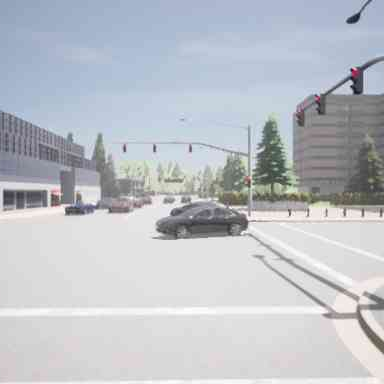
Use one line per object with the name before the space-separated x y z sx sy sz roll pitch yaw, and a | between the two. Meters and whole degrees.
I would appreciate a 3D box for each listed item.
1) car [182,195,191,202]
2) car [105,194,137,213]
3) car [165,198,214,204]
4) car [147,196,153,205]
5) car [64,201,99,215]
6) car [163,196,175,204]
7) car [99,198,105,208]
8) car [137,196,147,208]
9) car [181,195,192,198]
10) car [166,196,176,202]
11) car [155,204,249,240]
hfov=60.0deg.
car | -1.223 1.450 75.346 1.812 1.442 4.674 0 0 -1
car | -7.775 1.358 36.765 2.097 1.767 4.553 0 0 -1
car | 0.351 1.511 25.877 1.837 1.490 4.892 -5 3 -43
car | -8.058 1.487 58.493 1.882 1.535 5.008 0 0 0
car | -11.237 1.606 33.692 1.895 1.301 4.718 0 0 -1
car | -4.577 1.558 64.694 2.033 1.411 5.357 0 0 -1
car | -11.382 1.512 44.137 1.837 1.490 4.892 0 0 -1
car | -7.910 1.571 46.622 1.994 1.385 4.181 0 0 -1
car | -1.085 1.362 65.339 2.097 1.767 4.553 0 0 -1
car | -4.723 1.521 75.330 1.895 1.301 4.718 0 0 -1
car | 0.549 1.510 17.037 4.892 1.490 1.837 1 -2 -22
